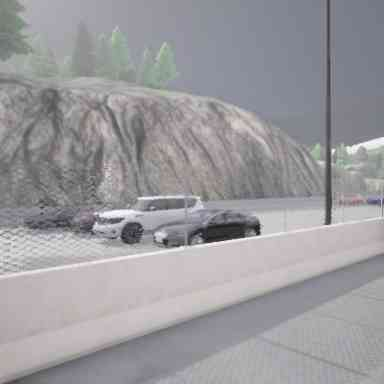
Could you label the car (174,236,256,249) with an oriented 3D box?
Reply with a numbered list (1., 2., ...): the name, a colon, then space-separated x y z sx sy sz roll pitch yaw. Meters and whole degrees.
1. car: 0.744 1.448 13.479 4.902 1.511 2.128 -1 0 -38
